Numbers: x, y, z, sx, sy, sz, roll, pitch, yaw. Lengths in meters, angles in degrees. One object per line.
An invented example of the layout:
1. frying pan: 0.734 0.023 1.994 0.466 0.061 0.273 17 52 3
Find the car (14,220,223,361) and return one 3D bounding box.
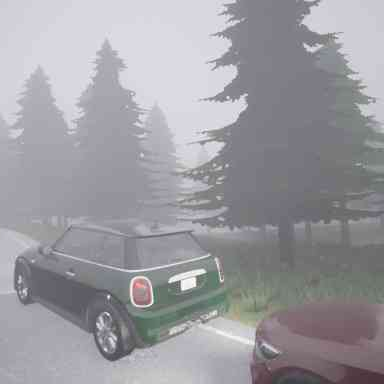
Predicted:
1. car: -1.578 1.308 6.221 4.553 1.767 2.097 1 1 44

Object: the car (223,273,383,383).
1. car: 2.748 1.531 2.596 4.674 1.442 1.812 1 0 36
